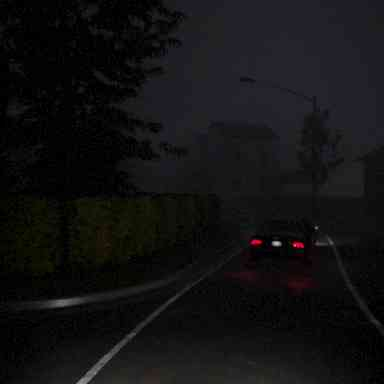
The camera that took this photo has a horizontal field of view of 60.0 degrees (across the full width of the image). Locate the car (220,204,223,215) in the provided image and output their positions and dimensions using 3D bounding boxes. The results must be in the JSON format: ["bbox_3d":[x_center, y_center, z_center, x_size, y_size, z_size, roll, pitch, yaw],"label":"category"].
[{"bbox_3d":[0.619,1.284,31.141,4.553,1.767,2.097,1,1,45],"label":"car"}]

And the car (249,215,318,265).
[{"bbox_3d":[3.422,1.558,11.968,2.033,1.411,5.357,1,0,23],"label":"car"}]
